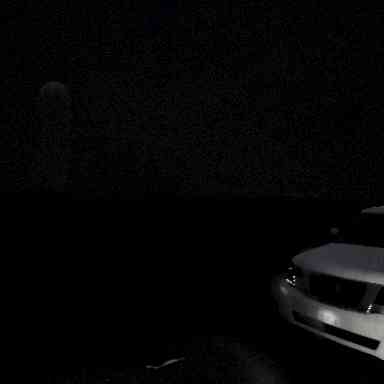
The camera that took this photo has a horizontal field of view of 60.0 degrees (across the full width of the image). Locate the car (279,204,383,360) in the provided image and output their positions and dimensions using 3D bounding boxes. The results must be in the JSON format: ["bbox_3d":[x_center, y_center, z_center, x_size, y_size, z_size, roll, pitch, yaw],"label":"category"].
[{"bbox_3d":[3.967,1.227,5.770,5.566,2.045,2.150,0,0,-35],"label":"car"}]
